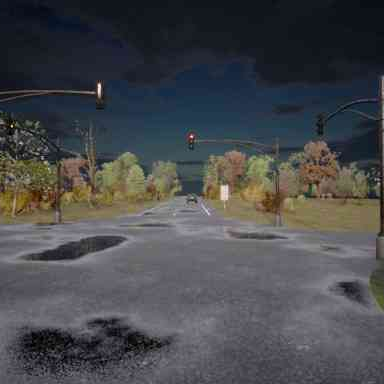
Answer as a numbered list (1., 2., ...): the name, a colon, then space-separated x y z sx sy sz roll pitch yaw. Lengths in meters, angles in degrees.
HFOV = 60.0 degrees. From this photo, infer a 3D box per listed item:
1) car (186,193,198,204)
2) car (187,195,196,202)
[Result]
1. car: -0.009 1.293 67.647 2.150 2.045 5.566 0 0 0
2. car: -0.011 1.465 78.038 2.033 1.411 5.357 0 0 0
